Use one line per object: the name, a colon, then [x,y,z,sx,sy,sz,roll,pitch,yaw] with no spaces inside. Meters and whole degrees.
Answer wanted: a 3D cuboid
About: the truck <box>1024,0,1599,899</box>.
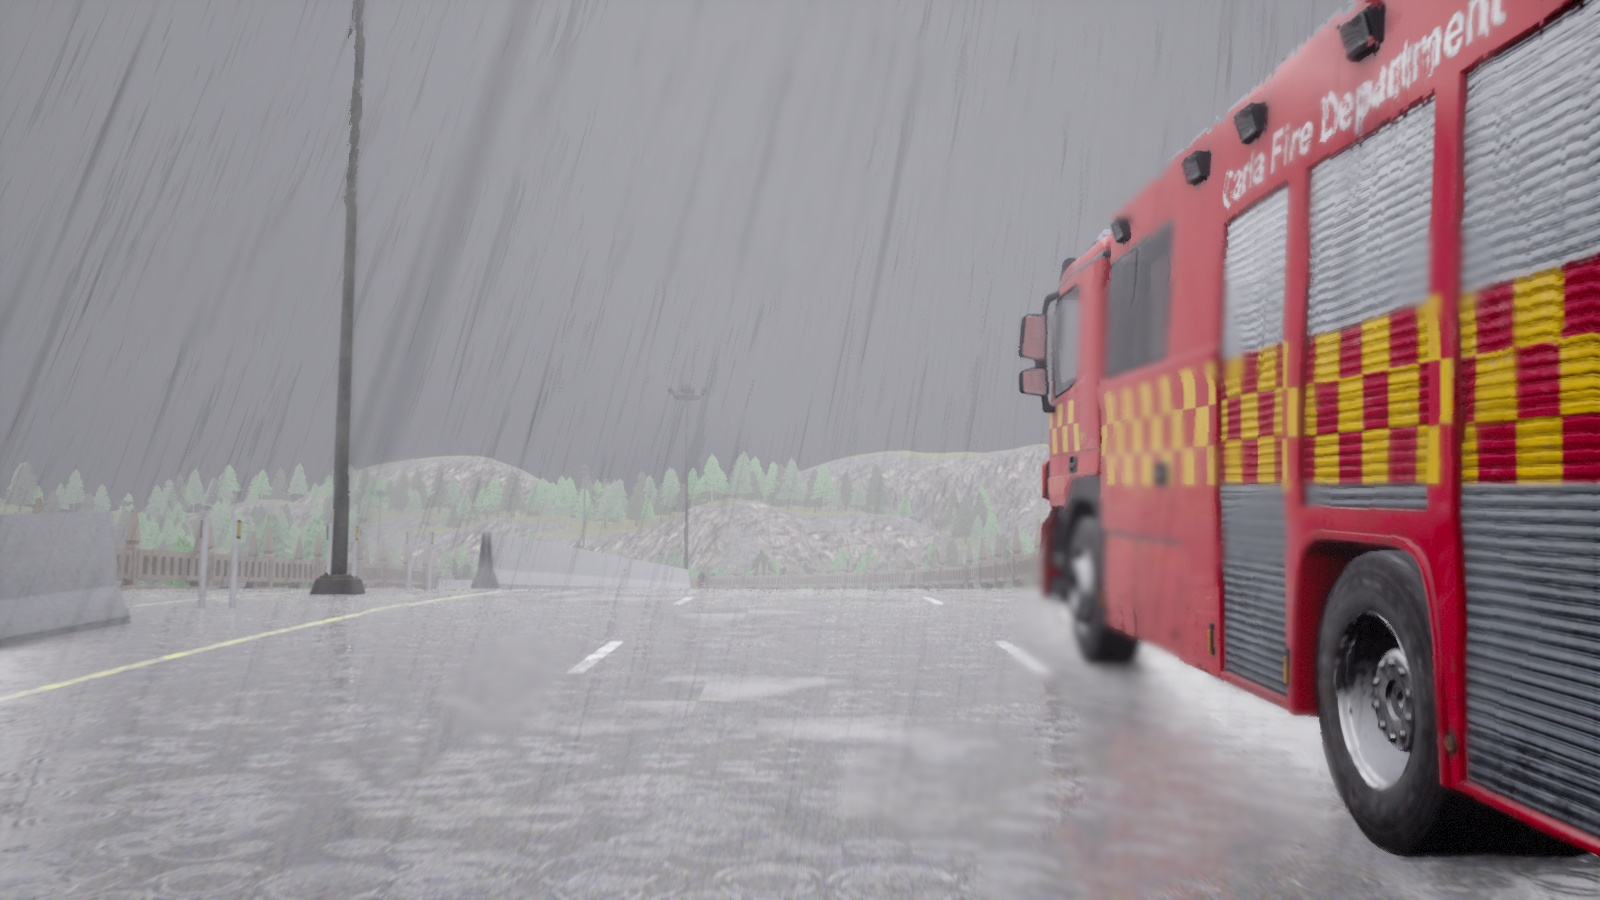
truck: [3.561,-0.288,7.693,2.891,3.827,8.468,0,-2,0]
